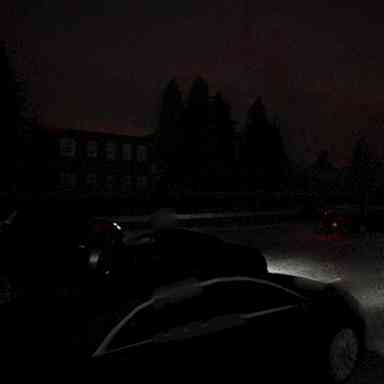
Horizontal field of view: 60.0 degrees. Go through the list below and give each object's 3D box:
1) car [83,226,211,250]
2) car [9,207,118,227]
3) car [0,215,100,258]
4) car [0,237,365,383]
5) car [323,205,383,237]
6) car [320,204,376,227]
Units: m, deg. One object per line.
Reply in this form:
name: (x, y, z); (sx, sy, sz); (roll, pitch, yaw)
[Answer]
car: (-0.140, 1.596, 7.947); (4.181, 1.385, 1.994); (1, 0, -36)
car: (-5.032, 1.377, 13.056); (4.553, 1.767, 2.097); (1, 0, -36)
car: (-5.084, 1.532, 8.719); (4.674, 1.442, 1.812); (0, 0, -36)
car: (0.068, 1.507, 3.796); (4.902, 1.511, 2.128); (0, 0, -36)
car: (9.657, 1.617, 19.240); (5.008, 1.535, 1.882); (1, 0, -36)
car: (11.831, 1.703, 25.108); (4.674, 1.442, 1.812); (1, 0, -36)
